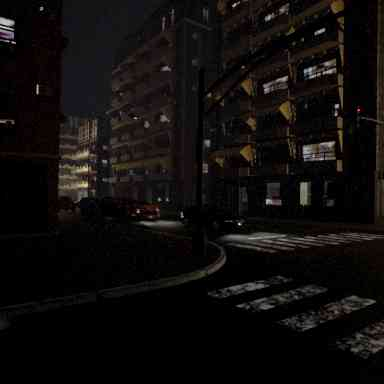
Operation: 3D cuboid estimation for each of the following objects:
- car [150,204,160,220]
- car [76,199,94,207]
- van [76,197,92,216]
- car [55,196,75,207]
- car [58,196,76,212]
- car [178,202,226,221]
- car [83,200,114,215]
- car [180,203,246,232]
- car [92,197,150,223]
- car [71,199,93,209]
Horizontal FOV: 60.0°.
[{"bbox_3d":[-4.549,1.404,28.285,2.097,1.767,4.553,1,-1,-35],"label":"car"},{"bbox_3d":[-18.448,1.867,57.286,1.802,1.307,4.206,1,-1,-35],"label":"car"},{"bbox_3d":[-8.774,1.354,29.980,1.690,1.788,3.998,1,-1,-35],"label":"van"},{"bbox_3d":[-22.458,1.599,58.707,2.097,1.767,4.553,1,-1,-36],"label":"car"},{"bbox_3d":[-15.214,1.368,39.083,2.192,1.841,5.009,1,-1,-35],"label":"car"},{"bbox_3d":[0.777,1.686,30.118,1.752,1.417,4.829,1,-1,-35],"label":"car"},{"bbox_3d":[-10.256,1.650,36.351,1.994,1.385,4.181,1,-1,-35],"label":"car"},{"bbox_3d":[1.179,1.527,20.239,1.837,1.490,4.892,1,-1,-36],"label":"car"},{"bbox_3d":[-5.552,1.310,25.429,2.192,1.841,5.009,1,-1,-35],"label":"car"},{"bbox_3d":[-16.738,1.771,50.608,1.994,1.385,4.181,1,-1,-35],"label":"car"}]
